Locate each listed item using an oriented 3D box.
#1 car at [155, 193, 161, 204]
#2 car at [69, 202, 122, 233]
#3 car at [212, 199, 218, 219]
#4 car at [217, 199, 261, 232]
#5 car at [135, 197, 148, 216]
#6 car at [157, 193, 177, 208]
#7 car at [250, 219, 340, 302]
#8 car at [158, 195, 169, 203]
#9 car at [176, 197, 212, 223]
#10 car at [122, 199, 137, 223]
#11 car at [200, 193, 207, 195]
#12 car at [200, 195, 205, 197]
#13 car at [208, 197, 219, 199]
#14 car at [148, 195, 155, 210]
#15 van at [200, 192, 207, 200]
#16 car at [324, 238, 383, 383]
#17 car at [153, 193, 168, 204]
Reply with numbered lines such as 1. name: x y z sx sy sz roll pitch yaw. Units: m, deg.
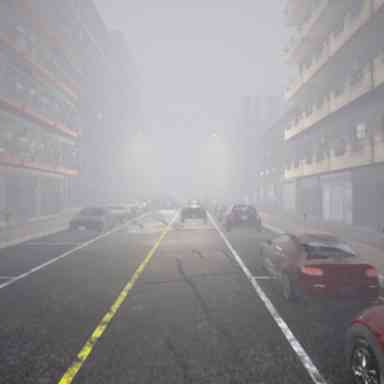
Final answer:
1. car: -5.567 1.343 53.319 2.008 1.369 4.403 1 0 0
2. car: -5.639 1.495 19.293 1.947 1.339 4.313 1 0 0
3. car: 2.753 1.451 24.882 1.887 1.381 4.507 1 0 0
4. car: 2.743 1.368 19.209 1.967 1.590 4.097 1 0 0
5. car: -5.615 1.436 30.635 2.008 1.369 4.403 1 0 0
6. car: -2.909 1.322 43.788 2.128 1.511 4.902 0 0 0
7. car: 2.719 1.553 7.871 1.802 1.307 4.206 1 0 0
8. car: -5.544 1.326 64.661 1.802 1.307 4.206 1 0 0
9. car: 0.151 1.398 24.861 2.128 1.511 4.902 0 0 0
10. car: -5.627 1.433 24.794 1.752 1.417 4.829 1 0 0
11. car: 2.824 1.312 58.905 1.887 1.381 4.507 1 0 0
12. car: 0.186 1.406 41.055 1.994 1.385 4.181 0 0 0
13. car: 2.765 1.435 30.552 2.008 1.369 4.403 1 0 0
14. car: -5.601 1.303 36.306 1.967 1.590 4.097 1 0 0
15. van: 2.842 1.009 81.586 1.690 1.788 3.998 1 0 0
16. car: 2.707 1.432 2.198 1.967 1.590 4.097 1 0 0
17. car: -5.551 1.083 58.988 2.192 1.841 5.009 1 0 0
